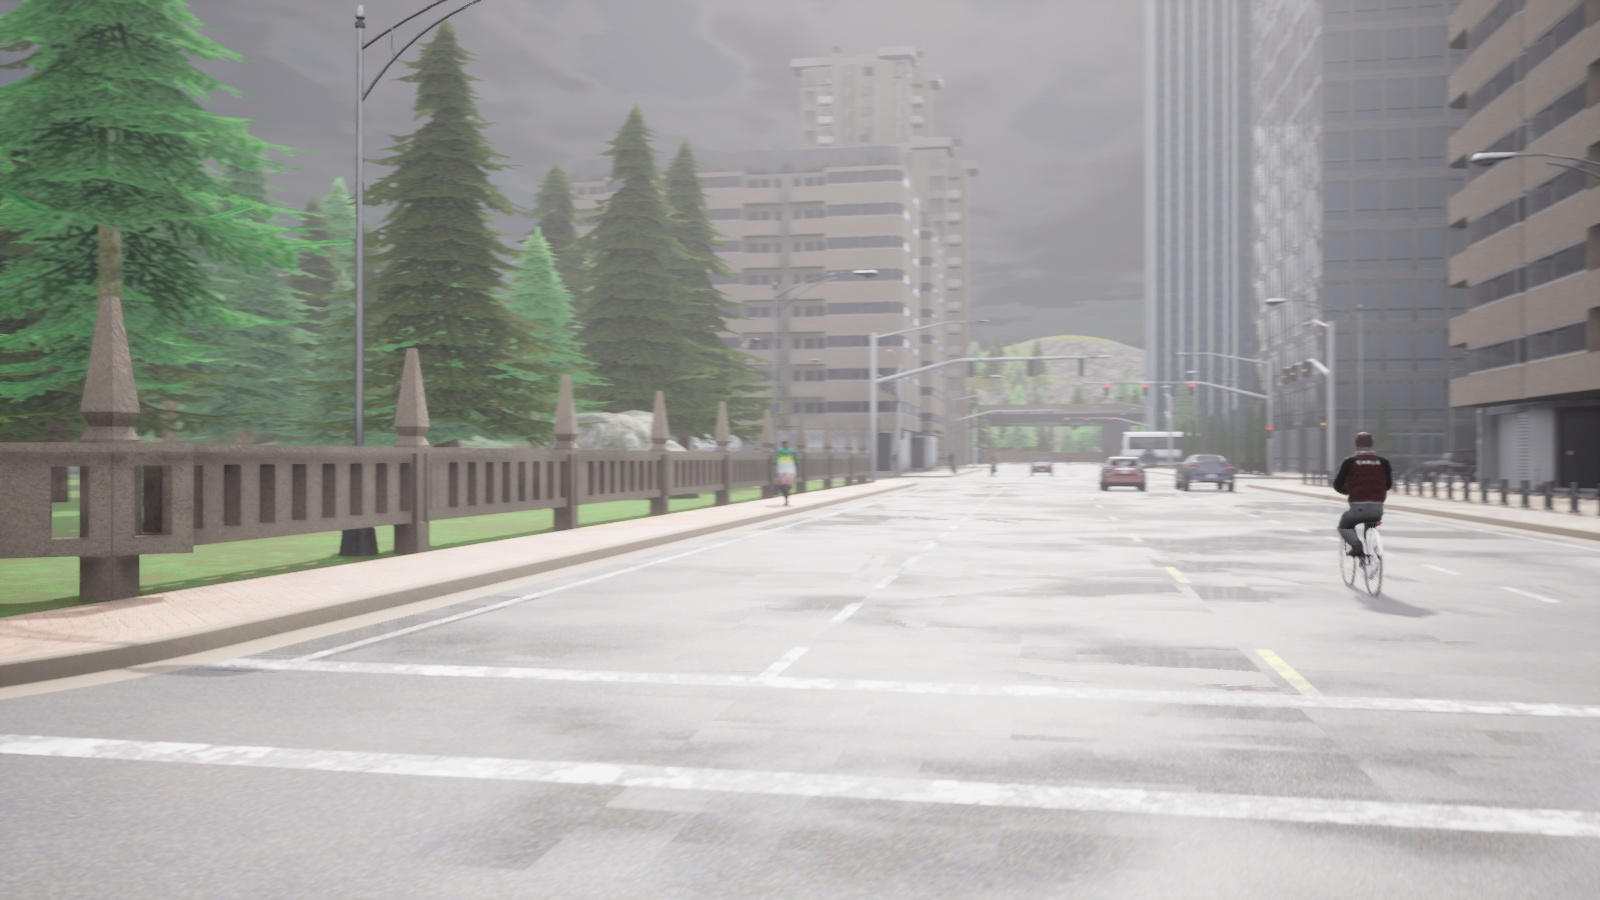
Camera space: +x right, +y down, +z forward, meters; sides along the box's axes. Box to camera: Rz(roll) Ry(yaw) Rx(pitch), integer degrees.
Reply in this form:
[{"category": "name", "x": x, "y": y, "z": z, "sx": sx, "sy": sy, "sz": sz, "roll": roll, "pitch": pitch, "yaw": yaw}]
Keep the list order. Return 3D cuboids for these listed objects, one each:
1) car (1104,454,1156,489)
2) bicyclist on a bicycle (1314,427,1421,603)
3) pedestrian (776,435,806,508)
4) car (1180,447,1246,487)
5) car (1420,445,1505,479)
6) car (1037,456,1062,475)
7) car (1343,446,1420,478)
[{"category": "car", "x": 14.405, "y": 0.931, "z": 54.920, "sx": 1.970, "sy": 1.475, "sz": 3.806, "roll": 0, "pitch": 0, "yaw": 11}, {"category": "bicyclist on a bicycle", "x": 6.141, "y": 0.661, "z": 13.678, "sx": 0.659, "sy": 1.776, "sz": 1.843, "roll": 0, "pitch": 0, "yaw": 12}, {"category": "pedestrian", "x": -0.230, "y": 0.577, "z": 34.041, "sx": 0.659, "sy": 1.952, "sz": 0.873, "roll": 0, "pitch": 0, "yaw": 10}, {"category": "car", "x": 17.948, "y": 0.730, "z": 54.793, "sx": 2.152, "sy": 1.651, "sz": 5.027, "roll": 0, "pitch": 0, "yaw": 11}, {"category": "car", "x": 37.276, "y": 0.695, "z": 70.744, "sx": 3.866, "sy": 1.878, "sz": 1.905, "roll": 0, "pitch": 0, "yaw": 12}, {"category": "car", "x": 18.983, "y": 1.166, "z": 95.693, "sx": 1.816, "sy": 1.474, "sz": 4.193, "roll": 0, "pitch": 0, "yaw": 11}, {"category": "car", "x": 34.626, "y": 0.726, "z": 74.863, "sx": 3.866, "sy": 1.878, "sz": 1.905, "roll": 0, "pitch": 0, "yaw": 11}]
